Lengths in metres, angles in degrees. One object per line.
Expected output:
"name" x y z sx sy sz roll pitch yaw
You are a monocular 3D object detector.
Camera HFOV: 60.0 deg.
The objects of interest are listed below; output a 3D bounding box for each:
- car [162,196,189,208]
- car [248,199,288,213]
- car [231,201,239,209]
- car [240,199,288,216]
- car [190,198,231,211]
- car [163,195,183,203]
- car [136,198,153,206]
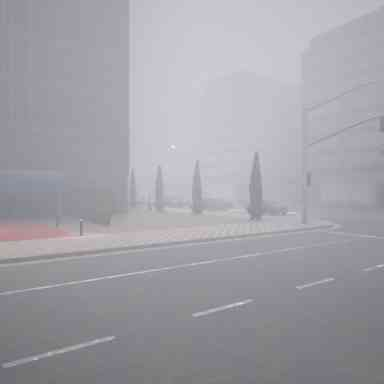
"car" -2.959 1.352 48.452 2.097 1.767 4.553 0 0 -35
"car" 8.604 1.564 37.981 1.994 1.385 4.181 0 0 -35
"car" 3.798 1.564 44.873 1.994 1.385 4.181 0 0 -35
"car" 7.457 1.526 33.507 1.812 1.442 4.674 0 0 -37
"car" 2.210 1.505 41.029 1.837 1.490 4.892 0 0 -35
"car" -3.959 1.477 68.570 1.882 1.535 5.008 0 0 -35
"car" -8.528 1.601 56.490 1.895 1.301 4.718 0 0 -34
